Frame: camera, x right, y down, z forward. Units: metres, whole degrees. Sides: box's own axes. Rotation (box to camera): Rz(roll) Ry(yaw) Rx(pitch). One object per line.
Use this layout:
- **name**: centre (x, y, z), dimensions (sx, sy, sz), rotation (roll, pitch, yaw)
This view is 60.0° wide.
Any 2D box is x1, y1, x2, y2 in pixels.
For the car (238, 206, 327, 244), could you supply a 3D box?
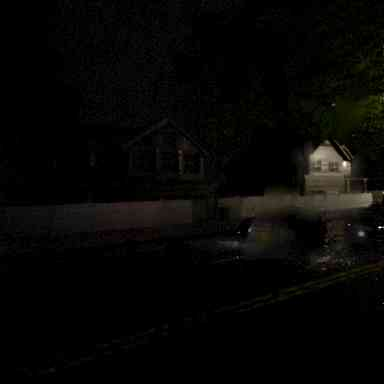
- **car**: centre (3.983, 1.329, 14.522), dimensions (4.181, 1.385, 1.994), rotation (-1, 1, -36)

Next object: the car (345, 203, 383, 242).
- **car**: centre (8.126, 1.200, 13.488), dimensions (4.902, 1.511, 2.128), rotation (-1, 1, -36)
